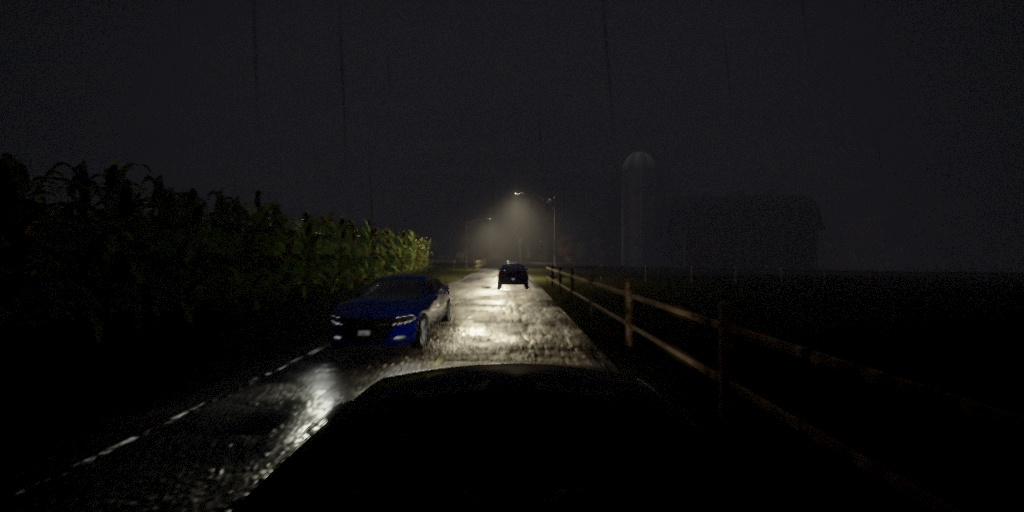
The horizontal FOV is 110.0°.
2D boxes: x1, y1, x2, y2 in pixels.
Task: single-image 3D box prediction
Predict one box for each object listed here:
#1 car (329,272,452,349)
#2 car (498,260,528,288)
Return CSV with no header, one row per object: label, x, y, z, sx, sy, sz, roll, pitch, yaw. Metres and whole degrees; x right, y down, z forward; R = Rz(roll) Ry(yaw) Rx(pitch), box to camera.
car,-2.832,1.226,9.387,1.882,1.535,5.008,0,0,0
car,0.065,1.226,23.693,1.882,1.535,5.008,0,0,0
